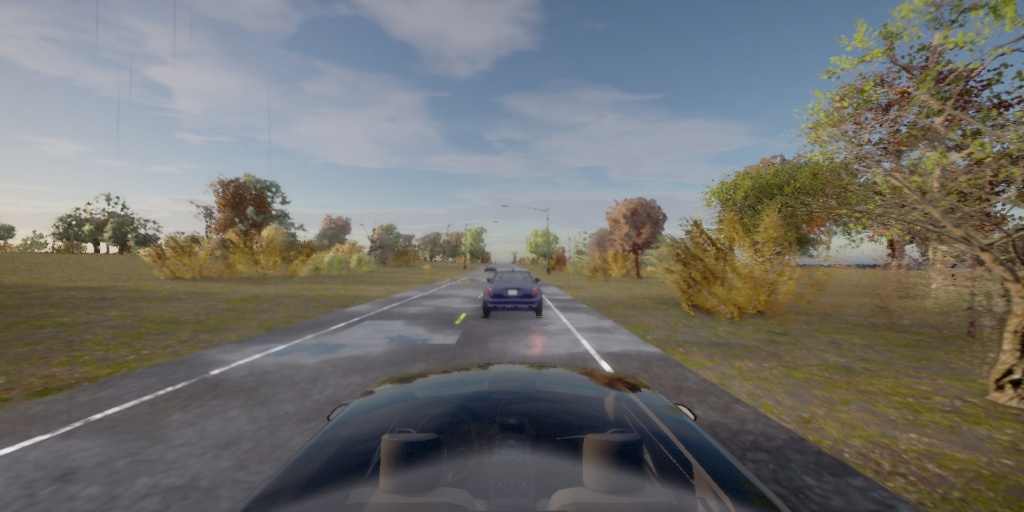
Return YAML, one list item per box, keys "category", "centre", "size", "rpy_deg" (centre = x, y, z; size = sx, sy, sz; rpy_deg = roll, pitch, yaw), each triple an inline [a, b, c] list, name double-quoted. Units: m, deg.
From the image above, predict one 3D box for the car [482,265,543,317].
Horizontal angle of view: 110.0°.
- category: "car"
  centre: [0.047, 1.264, 14.078]
  size: [2.097, 1.767, 4.553]
  rpy_deg: [0, -1, 1]

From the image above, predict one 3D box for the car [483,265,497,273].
- category: "car"
  centre: [-3.545, 2.120, 58.583]
  size: [1.895, 1.301, 4.718]
  rpy_deg: [0, -1, 1]
